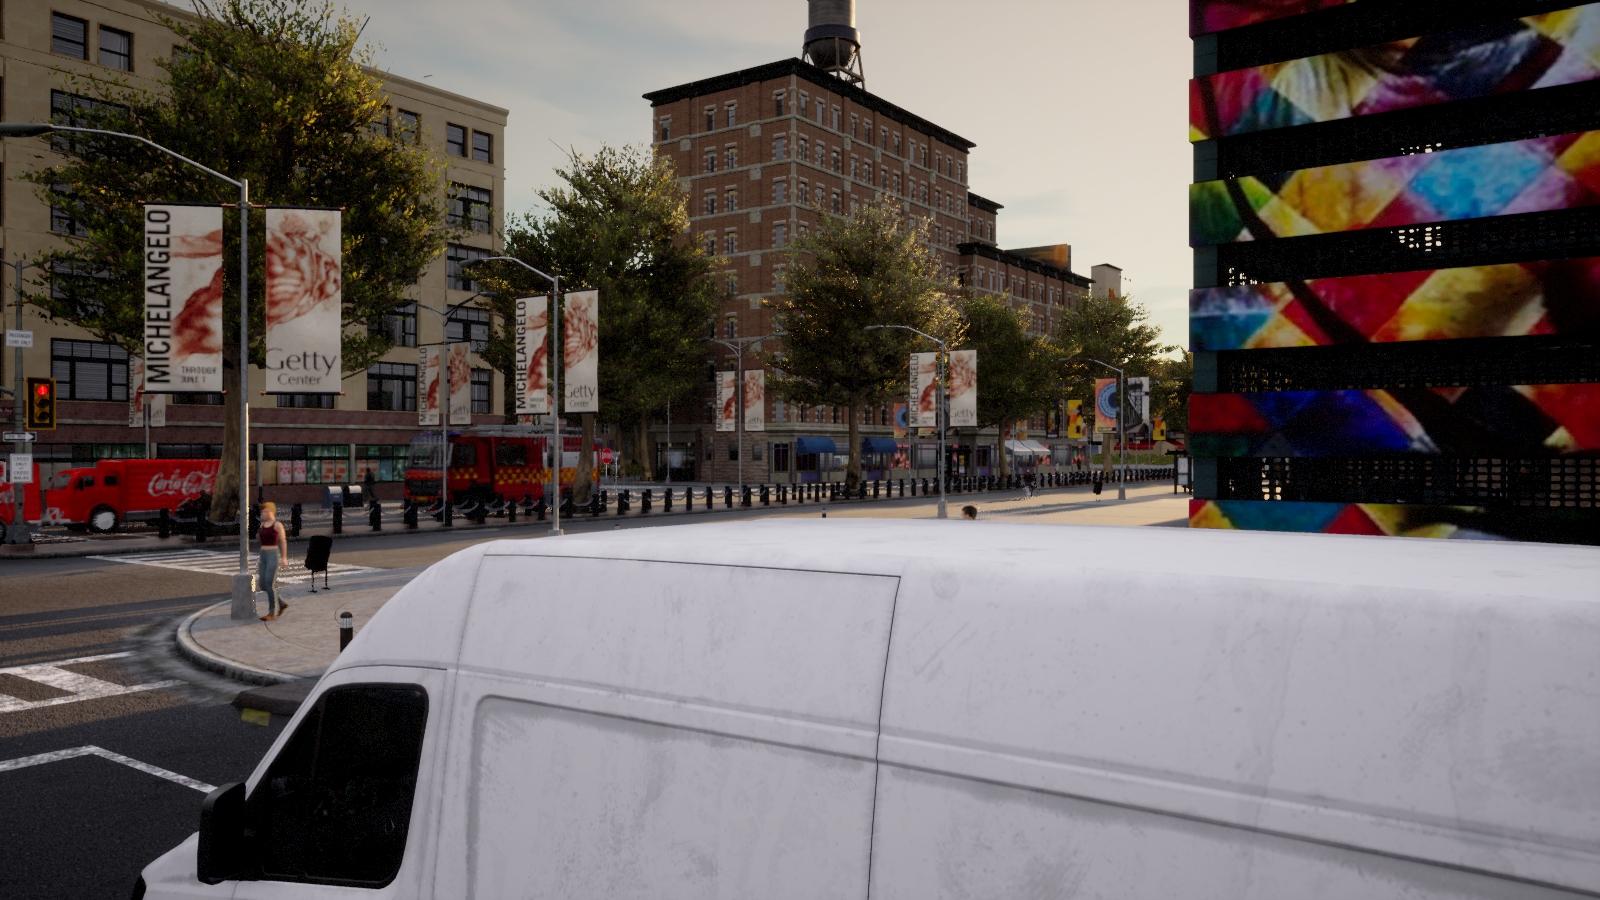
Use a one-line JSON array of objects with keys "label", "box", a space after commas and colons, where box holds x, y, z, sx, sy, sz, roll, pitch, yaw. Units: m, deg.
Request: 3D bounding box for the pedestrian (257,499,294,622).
[{"label": "pedestrian", "box": [-8.148, 1.696, 17.744, 0.375, 1.860, 0.375, 0, 0, 27]}]

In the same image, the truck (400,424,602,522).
[{"label": "truck", "box": [-12.509, 0.891, 48.712, 2.891, 3.827, 8.468, 0, 0, 36]}]

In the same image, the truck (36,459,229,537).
[{"label": "truck", "box": [-23.151, 1.565, 39.825, 2.627, 2.467, 5.204, 0, 0, 36]}]

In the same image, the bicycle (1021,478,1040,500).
[{"label": "bicycle", "box": [13.087, 2.210, 64.785, 0.329, 1.171, 1.835, 0, 0, 36]}]

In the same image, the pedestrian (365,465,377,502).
[{"label": "pedestrian", "box": [-21.598, 1.696, 57.515, 0.375, 1.860, 0.375, 0, 0, 35]}]

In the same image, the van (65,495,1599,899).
[{"label": "van", "box": [-0.118, 1.534, 3.913, 5.915, 2.561, 1.988, 0, 0, 36]}]

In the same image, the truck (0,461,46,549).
[{"label": "truck", "box": [-24.372, 1.567, 31.647, 2.627, 2.467, 5.204, 0, 0, 30]}]
